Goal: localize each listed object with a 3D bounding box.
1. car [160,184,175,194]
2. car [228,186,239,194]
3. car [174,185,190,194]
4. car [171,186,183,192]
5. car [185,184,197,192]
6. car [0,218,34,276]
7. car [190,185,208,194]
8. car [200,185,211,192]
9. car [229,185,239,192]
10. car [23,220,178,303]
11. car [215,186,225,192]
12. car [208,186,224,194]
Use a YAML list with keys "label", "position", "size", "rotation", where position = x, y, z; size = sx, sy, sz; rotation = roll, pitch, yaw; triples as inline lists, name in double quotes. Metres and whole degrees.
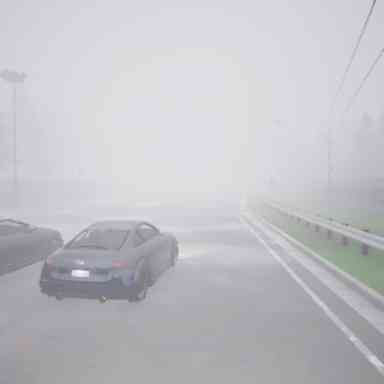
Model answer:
- label: "car"
  position: [-5.369, -0.731, 71.478]
  size: [2.150, 2.045, 5.566]
  rotation: [0, 2, 9]
- label: "car"
  position: [8.438, -0.360, 69.172]
  size: [2.128, 1.511, 4.902]
  rotation: [0, 2, 9]
- label: "car"
  position: [-1.848, -0.354, 71.328]
  size: [1.895, 1.301, 4.718]
  rotation: [0, 2, 9]
- label: "car"
  position: [-3.667, -0.798, 81.761]
  size: [1.895, 1.301, 4.718]
  rotation: [0, 2, 9]
- label: "car"
  position: [-0.224, -1.019, 81.124]
  size: [2.097, 1.767, 4.553]
  rotation: [0, 2, 9]
- label: "car"
  position: [-5.070, 1.329, 8.404]
  size: [1.994, 1.385, 4.181]
  rotation: [0, 2, 9]
- label: "car"
  position: [1.532, -0.395, 70.314]
  size: [2.128, 1.511, 4.902]
  rotation: [0, 2, 9]
- label: "car"
  position: [3.234, -0.832, 80.586]
  size: [2.128, 1.511, 4.902]
  rotation: [0, 2, 9]
- label: "car"
  position: [10.140, -0.797, 79.444]
  size: [2.128, 1.511, 4.902]
  rotation: [0, 2, 9]
- label: "car"
  position: [-1.621, 1.347, 7.810]
  size: [1.994, 1.385, 4.181]
  rotation: [0, 2, 9]
- label: "car"
  position: [6.687, -0.787, 80.016]
  size: [1.994, 1.385, 4.181]
  rotation: [0, 2, 9]
- label: "car"
  position: [5.058, -0.319, 70.185]
  size: [1.895, 1.301, 4.718]
  rotation: [0, 2, 9]
